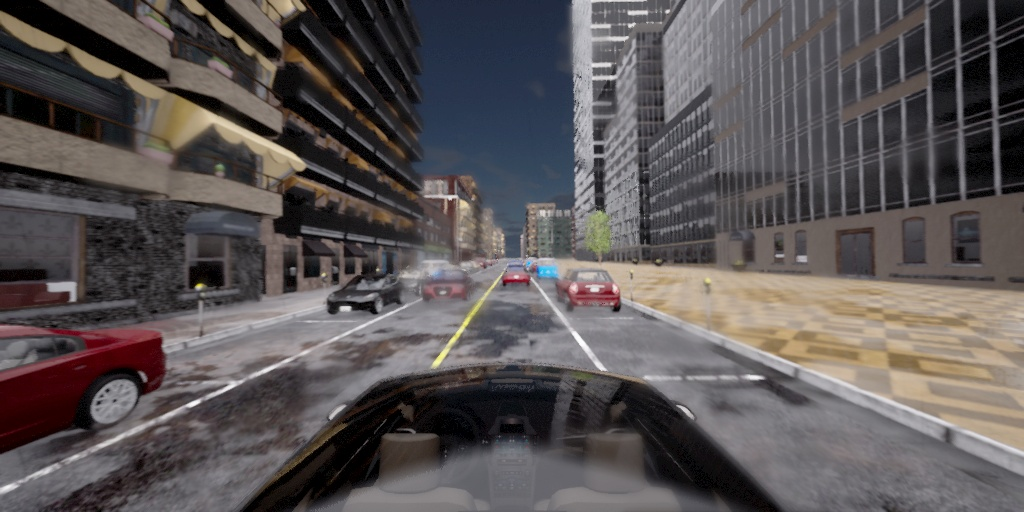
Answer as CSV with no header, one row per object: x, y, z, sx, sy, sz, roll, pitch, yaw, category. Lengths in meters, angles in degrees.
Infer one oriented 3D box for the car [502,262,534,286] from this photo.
0.323,1.342,25.882,1.994,1.385,4.181,-1,0,1,car

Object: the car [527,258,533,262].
3.122,1.300,47.698,1.751,1.417,4.829,0,0,0,car

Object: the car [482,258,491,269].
-5.165,1.208,58.739,2.192,1.841,5.009,0,0,0,car

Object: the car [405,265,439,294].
-5.494,1.392,19.752,2.007,1.370,4.403,0,0,0,car

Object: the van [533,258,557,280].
2.980,1.093,30.821,1.690,1.789,3.998,0,0,0,van

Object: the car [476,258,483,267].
-5.261,1.403,47.430,1.751,1.417,4.829,0,0,0,car

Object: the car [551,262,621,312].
2.839,1.171,14.112,1.967,1.591,4.097,0,0,0,car

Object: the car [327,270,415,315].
-5.541,1.400,14.183,1.948,1.339,4.313,0,0,0,car

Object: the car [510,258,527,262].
0.449,1.276,41.186,1.882,1.535,5.008,-1,0,1,car

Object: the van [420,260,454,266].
-5.447,1.190,25.323,1.690,1.789,3.998,0,0,0,van

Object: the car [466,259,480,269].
-5.306,1.421,42.030,2.007,1.370,4.403,0,0,0,car

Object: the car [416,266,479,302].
-2.927,1.370,17.259,1.994,1.385,4.181,-1,0,1,car

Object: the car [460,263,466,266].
-5.401,1.381,30.722,1.751,1.417,4.829,0,0,0,car

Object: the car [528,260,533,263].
3.074,1.349,41.958,1.802,1.307,4.207,0,0,0,car

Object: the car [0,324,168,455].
-5.635,1.366,3.044,1.888,1.381,4.507,0,0,0,car
